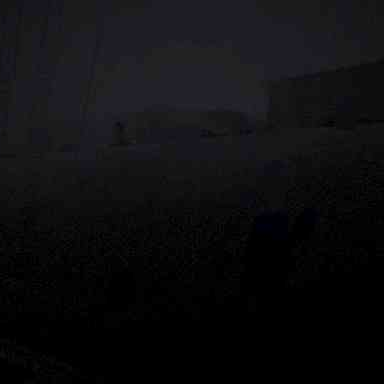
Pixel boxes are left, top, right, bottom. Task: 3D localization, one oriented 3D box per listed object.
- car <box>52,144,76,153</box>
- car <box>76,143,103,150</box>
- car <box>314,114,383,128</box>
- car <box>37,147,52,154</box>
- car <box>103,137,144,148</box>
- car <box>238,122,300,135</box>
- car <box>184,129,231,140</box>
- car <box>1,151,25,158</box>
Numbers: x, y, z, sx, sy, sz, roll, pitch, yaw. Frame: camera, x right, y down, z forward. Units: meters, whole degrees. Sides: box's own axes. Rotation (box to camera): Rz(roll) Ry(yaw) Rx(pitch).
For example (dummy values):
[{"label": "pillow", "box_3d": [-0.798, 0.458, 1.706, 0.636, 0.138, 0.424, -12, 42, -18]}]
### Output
[{"label": "car", "box_3d": [-15.299, -5.253, 42.264, 4.553, 1.767, 2.185, 2, 1, 40]}, {"label": "car", "box_3d": [-10.983, -4.928, 38.588, 4.674, 1.452, 2.002, 2, 1, 40]}, {"label": "car", "box_3d": [10.024, -4.106, 20.857, 4.674, 1.452, 2.002, 3, 2, 39]}, {"label": "car", "box_3d": [-19.500, -5.404, 45.842, 4.553, 1.767, 2.185, 2, 1, 40]}, {"label": "car", "box_3d": [-6.799, -4.939, 35.025, 4.553, 1.767, 2.185, 2, 1, 40]}, {"label": "car", "box_3d": [5.731, -4.333, 24.365, 4.892, 1.521, 2.231, 2, 2, 40]}, {"label": "car", "box_3d": [1.525, -4.503, 27.936, 4.892, 1.521, 2.231, 2, 1, 40]}, {"label": "car", "box_3d": [-27.888, -5.568, 52.984, 4.892, 1.521, 2.231, 2, 1, 40]}]
